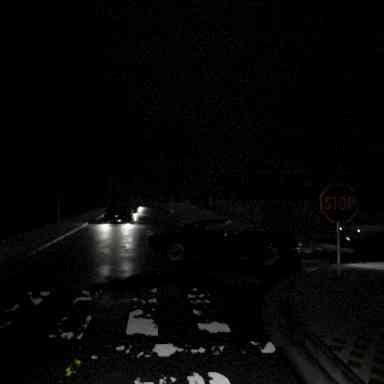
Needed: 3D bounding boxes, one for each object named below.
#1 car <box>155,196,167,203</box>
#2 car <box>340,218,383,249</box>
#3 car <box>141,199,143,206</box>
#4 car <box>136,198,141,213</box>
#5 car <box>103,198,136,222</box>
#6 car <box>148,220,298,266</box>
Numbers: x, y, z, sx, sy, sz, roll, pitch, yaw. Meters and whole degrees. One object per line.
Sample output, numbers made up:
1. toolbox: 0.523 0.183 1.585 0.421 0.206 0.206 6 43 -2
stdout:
1. car: -6.209 1.472 66.713 1.812 1.442 4.674 0 0 3
2. car: 9.098 1.785 14.912 4.718 1.301 1.895 1 -3 -5
3. car: -8.428 1.486 49.727 1.895 1.301 4.718 0 0 -5
4. car: -6.851 1.366 36.055 1.882 1.535 5.008 0 0 -7
5. car: -5.515 1.427 25.284 1.837 1.490 4.892 0 0 -7
6. car: 1.052 1.590 11.042 4.718 1.301 1.895 -1 -1 18
